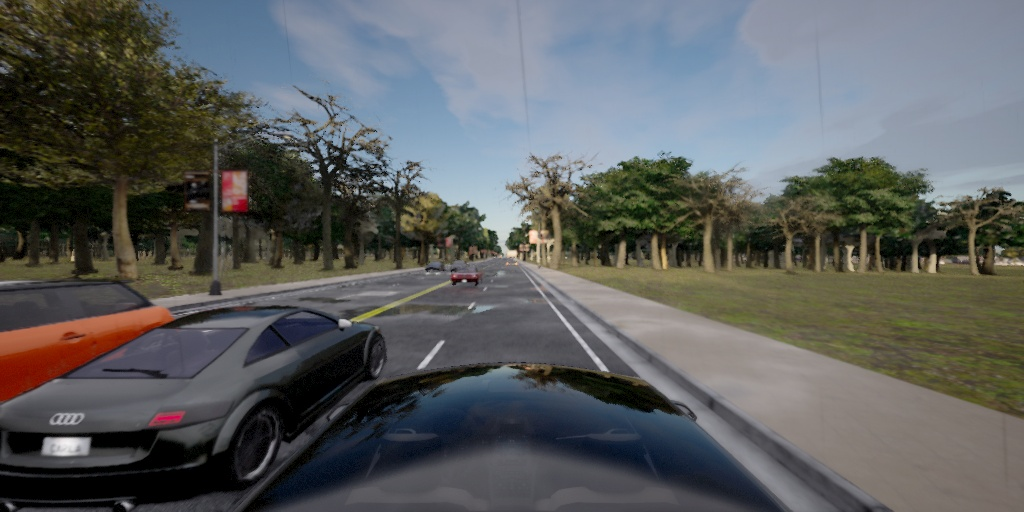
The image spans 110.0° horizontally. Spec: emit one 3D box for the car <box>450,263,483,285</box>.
[{"bbox_3d":[-3.158,1.381,26.006,1.895,1.301,4.718,0,0,0],"label":"car"}]

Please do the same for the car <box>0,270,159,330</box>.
[{"bbox_3d":[-6.602,1.102,4.037,2.097,1.767,4.553,0,0,0],"label":"car"}]

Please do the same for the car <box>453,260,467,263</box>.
[{"bbox_3d":[-6.597,1.320,45.125,1.837,1.490,4.892,0,0,0],"label":"car"}]

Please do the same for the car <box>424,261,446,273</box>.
[{"bbox_3d":[-9.838,1.369,46.517,2.033,1.411,5.357,0,0,0],"label":"car"}]

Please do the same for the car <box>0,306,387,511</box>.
[{"bbox_3d":[-3.152,1.313,4.542,1.994,1.385,4.181,0,0,0],"label":"car"}]
